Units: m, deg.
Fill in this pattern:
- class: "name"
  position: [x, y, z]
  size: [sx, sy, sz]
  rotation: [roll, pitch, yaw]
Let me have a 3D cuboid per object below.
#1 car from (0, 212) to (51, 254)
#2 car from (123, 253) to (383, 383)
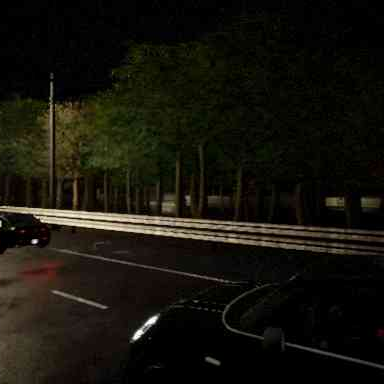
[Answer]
- class: "car"
  position: [-7.948, 1.634, 14.079]
  size: [4.892, 1.490, 1.837]
  rotation: [0, 0, 36]
- class: "car"
  position: [1.506, 1.362, 2.911]
  size: [4.553, 1.767, 2.097]
  rotation: [-1, 0, 36]
